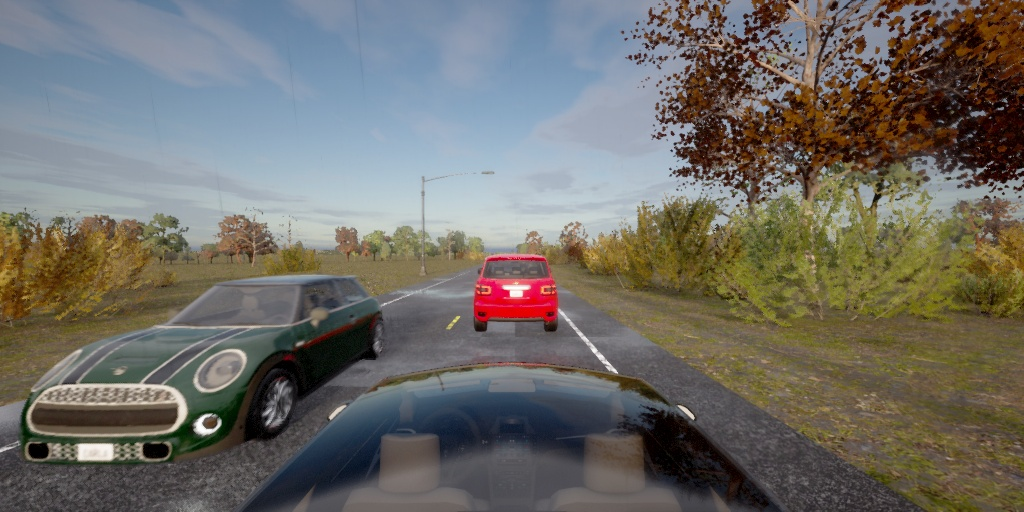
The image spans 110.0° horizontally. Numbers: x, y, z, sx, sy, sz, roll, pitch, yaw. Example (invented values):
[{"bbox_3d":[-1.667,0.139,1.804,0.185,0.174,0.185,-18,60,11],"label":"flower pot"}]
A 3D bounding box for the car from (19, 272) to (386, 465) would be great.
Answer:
[{"bbox_3d":[-3.604,1.100,5.345,2.097,1.767,4.553,0,0,0],"label":"car"}]

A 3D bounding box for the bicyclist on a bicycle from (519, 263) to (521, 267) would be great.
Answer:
[{"bbox_3d":[0.902,1.111,28.727,0.659,1.776,1.843,0,0,0],"label":"bicyclist on a bicycle"}]

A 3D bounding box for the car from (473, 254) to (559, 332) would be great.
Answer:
[{"bbox_3d":[0.091,0.968,11.008,2.150,2.045,5.566,0,0,0],"label":"car"}]

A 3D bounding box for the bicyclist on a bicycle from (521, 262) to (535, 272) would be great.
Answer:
[{"bbox_3d":[0.942,1.114,18.714,0.659,1.776,1.843,0,0,0],"label":"bicyclist on a bicycle"}]
